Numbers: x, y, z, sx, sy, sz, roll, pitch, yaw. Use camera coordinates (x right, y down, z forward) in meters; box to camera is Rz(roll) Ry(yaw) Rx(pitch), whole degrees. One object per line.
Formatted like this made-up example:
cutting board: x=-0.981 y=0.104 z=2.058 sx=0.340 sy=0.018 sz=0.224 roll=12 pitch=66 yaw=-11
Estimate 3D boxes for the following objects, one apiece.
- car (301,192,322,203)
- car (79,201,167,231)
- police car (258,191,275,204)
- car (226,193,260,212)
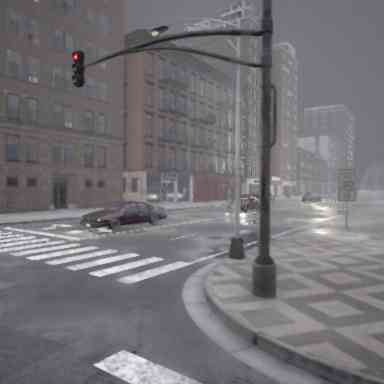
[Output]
car: x=17.217 y=0.747 z=47.791 sx=1.837 sy=1.490 sz=4.892 roll=1 pitch=1 yaw=36
car: x=-3.689 y=1.247 z=18.914 sx=2.033 sy=1.411 sz=5.357 roll=1 pitch=1 yaw=36
police car: x=8.745 y=0.742 z=41.581 sx=1.930 sy=1.638 sz=5.238 roll=1 pitch=1 yaw=36
car: x=4.930 y=1.023 z=30.886 sx=1.812 sy=1.442 sz=4.674 roll=1 pitch=1 yaw=36
